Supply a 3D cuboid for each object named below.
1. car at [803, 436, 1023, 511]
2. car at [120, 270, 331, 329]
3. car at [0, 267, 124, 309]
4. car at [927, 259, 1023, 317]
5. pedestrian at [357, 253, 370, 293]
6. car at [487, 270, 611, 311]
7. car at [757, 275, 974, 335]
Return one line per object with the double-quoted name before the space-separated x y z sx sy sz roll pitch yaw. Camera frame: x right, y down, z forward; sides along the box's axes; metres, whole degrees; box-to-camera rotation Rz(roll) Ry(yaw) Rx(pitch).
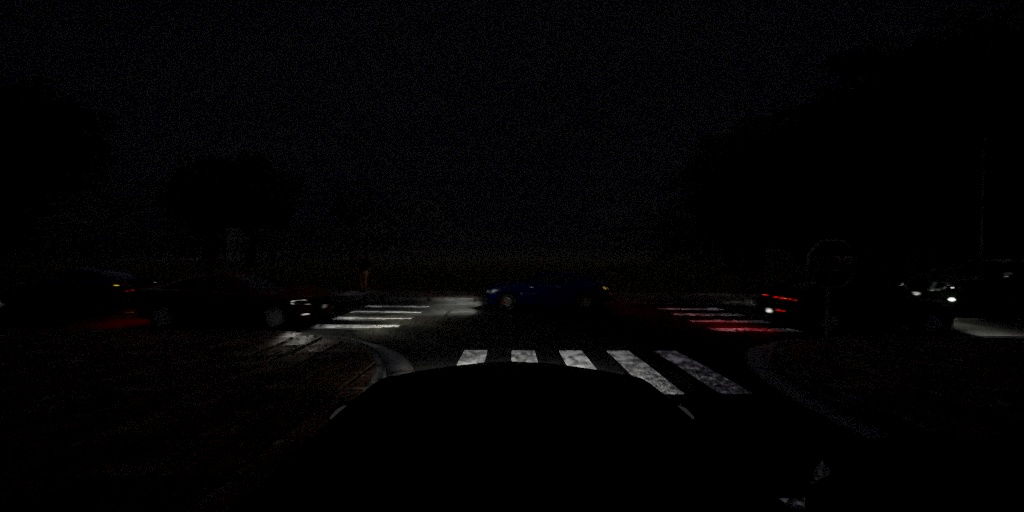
"car" 2.638 1.301 0.407 2.007 1.370 4.403 0 0 0
"car" -8.112 1.215 10.730 5.008 1.535 1.882 0 1 0
"car" -16.253 1.160 13.670 4.674 1.442 1.812 0 1 0
"car" 18.232 1.123 13.707 5.566 2.045 2.150 1 1 0
"pedestrian" -6.889 0.756 16.582 0.375 1.860 0.375 0 1 0
"car" 1.381 1.261 13.705 4.674 1.442 1.812 0 0 0
"car" 10.125 1.397 10.757 4.892 1.490 1.837 0 1 0
